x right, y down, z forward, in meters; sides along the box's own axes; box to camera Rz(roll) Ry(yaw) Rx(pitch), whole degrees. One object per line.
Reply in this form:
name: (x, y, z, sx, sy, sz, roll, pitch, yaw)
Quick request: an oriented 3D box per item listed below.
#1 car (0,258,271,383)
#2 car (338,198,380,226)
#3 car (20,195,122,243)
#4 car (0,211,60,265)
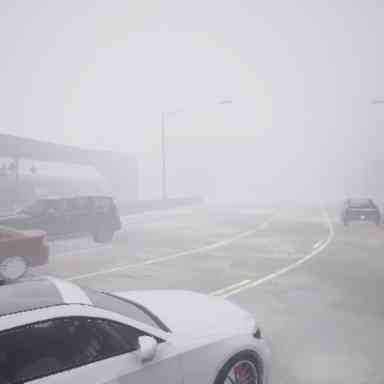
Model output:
car: (-1.325, 1.522, 2.905, 4.674, 1.442, 1.812, -1, 1, -38)
car: (10.033, 1.115, 20.097, 2.128, 1.511, 4.902, -1, 1, 21)
car: (-5.484, 1.181, 13.544, 2.150, 2.045, 5.566, 0, 1, 41)
car: (-6.187, 1.504, 8.164, 5.008, 1.535, 1.882, -1, 1, -39)
